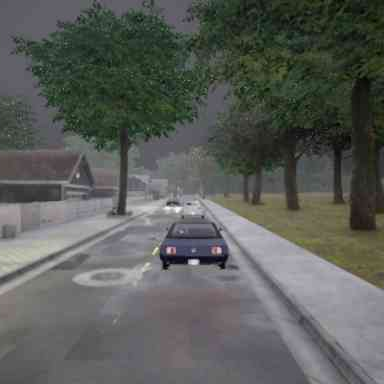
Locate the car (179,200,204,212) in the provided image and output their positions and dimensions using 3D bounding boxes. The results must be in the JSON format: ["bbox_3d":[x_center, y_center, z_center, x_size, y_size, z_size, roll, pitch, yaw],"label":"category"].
[{"bbox_3d":[0.082,1.445,28.557,1.812,1.442,4.674,0,0,0],"label":"car"}]

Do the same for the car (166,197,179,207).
[{"bbox_3d":[-2.819,1.471,49.462,1.895,1.301,4.718,0,0,0],"label":"car"}]

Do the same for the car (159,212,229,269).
[{"bbox_3d":[0.066,1.566,11.021,1.895,1.301,4.718,0,0,0],"label":"car"}]
